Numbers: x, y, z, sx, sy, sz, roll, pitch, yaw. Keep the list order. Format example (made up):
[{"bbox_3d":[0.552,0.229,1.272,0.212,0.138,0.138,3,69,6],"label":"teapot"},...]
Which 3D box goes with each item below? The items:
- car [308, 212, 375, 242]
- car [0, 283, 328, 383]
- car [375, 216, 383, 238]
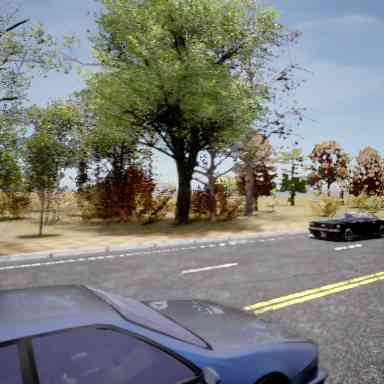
[{"bbox_3d":[8.090,1.685,16.980,4.718,1.301,1.895,1,0,-33],"label":"car"},{"bbox_3d":[-1.230,1.539,2.587,5.357,1.411,2.033,0,0,-35],"label":"car"},{"bbox_3d":[10.617,1.594,14.731,4.902,1.511,2.128,1,0,-33],"label":"car"}]
